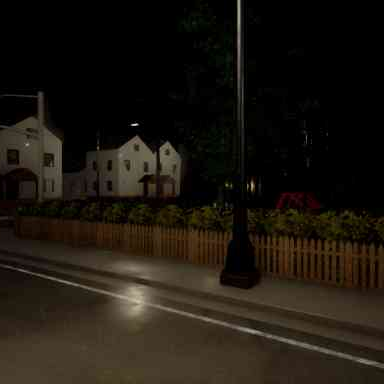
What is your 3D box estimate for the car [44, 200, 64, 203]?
[{"bbox_3d":[-14.013,1.490,32.187,2.128,1.511,4.902,0,0,35],"label":"car"}]
